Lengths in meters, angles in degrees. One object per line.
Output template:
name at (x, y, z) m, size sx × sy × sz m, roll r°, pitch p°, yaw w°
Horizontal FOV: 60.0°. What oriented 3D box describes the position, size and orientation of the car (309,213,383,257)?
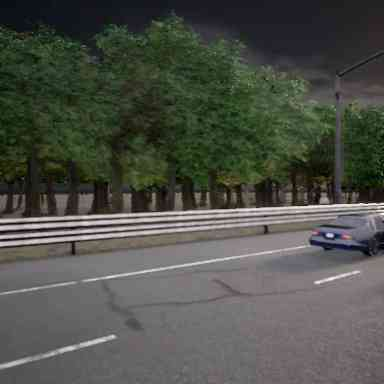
car at (6.781, 1.538, 12.887) m, size 5.357 × 1.411 × 2.033 m, roll 0°, pitch 0°, yaw -36°
